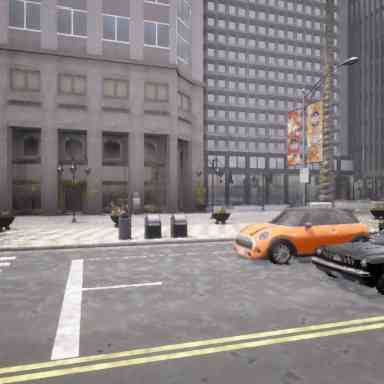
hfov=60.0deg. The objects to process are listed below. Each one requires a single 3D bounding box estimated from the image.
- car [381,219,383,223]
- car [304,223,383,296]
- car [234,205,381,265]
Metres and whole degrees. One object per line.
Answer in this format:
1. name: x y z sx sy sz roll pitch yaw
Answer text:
1. car: 12.043 1.513 17.217 4.786 1.482 2.161 0 0 -17
2. car: 5.474 1.601 8.349 4.718 1.301 1.895 0 0 -17
3. car: 3.775 1.352 11.491 4.553 1.767 2.097 0 0 -17
